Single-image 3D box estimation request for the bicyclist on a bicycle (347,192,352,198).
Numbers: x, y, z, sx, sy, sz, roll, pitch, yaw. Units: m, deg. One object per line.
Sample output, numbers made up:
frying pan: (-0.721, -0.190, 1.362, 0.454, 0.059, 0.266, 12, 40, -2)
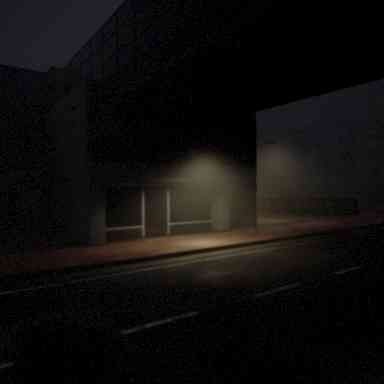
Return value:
bicyclist on a bicycle: (22.124, 0.775, 46.645, 1.656, 1.620, 0.582, -1, 1, -36)
